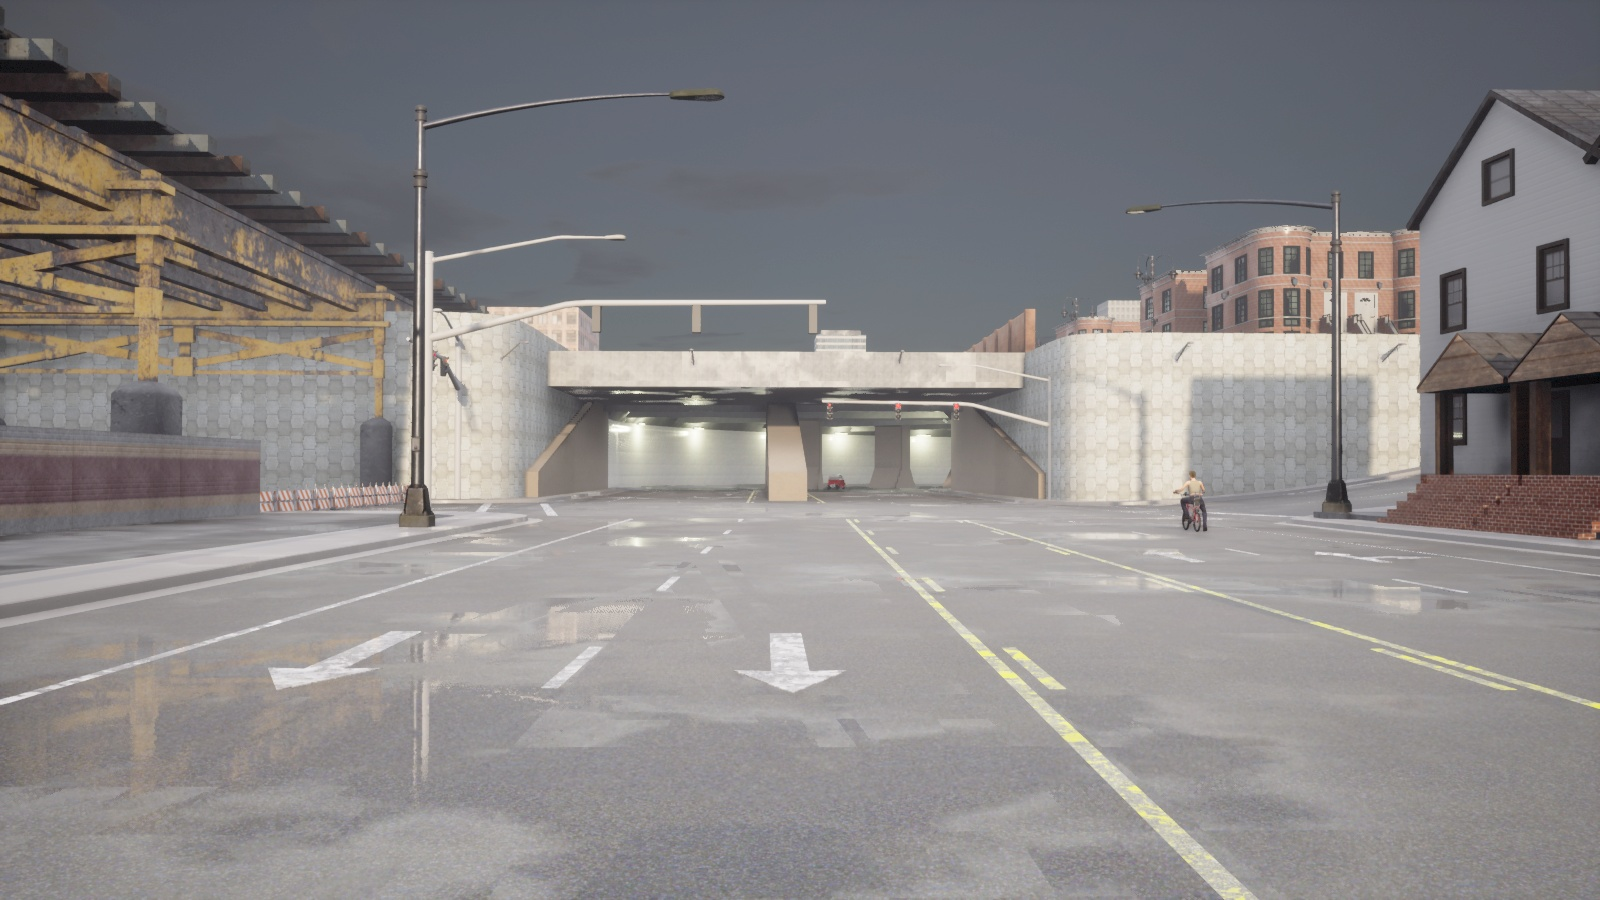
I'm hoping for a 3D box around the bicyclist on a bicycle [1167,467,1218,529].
[{"bbox_3d":[10.414,1.269,33.382,0.866,1.612,1.509,0,-1,0],"label":"bicyclist on a bicycle"}]
